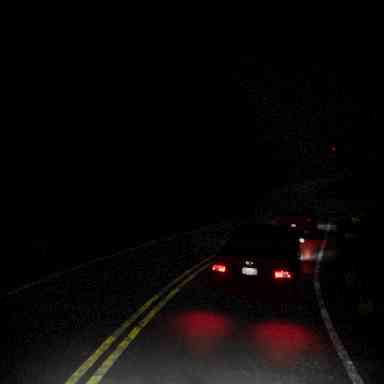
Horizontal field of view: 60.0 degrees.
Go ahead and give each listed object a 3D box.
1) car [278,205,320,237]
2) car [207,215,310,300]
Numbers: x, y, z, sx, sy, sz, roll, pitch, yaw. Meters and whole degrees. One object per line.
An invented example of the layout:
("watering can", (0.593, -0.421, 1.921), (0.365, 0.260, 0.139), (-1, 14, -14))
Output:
("car", (5.946, 1.485, 18.509), (1.882, 1.535, 5.008), (2, 1, 23))
("car", (1.867, 1.548, 8.660), (2.033, 1.411, 5.357), (2, 0, 18))
